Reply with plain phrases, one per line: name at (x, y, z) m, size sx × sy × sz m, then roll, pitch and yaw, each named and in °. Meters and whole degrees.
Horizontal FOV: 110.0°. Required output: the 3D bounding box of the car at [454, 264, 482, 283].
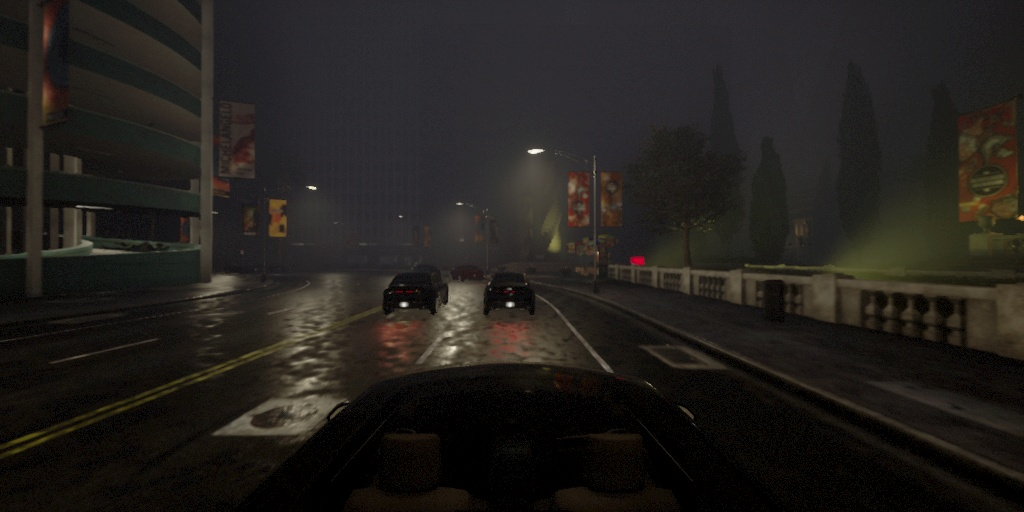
car at (-4.036, 1.456, 31.328) m, size 1.882 × 1.535 × 5.008 m, roll 0°, pitch 0°, yaw -24°

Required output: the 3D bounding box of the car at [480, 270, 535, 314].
car at (-0.159, 1.352, 14.232) m, size 1.837 × 1.490 × 4.892 m, roll 0°, pitch 0°, yaw -2°

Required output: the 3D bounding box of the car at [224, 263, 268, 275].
car at (-34.146, 1.589, 45.480) m, size 4.902 × 1.511 × 2.128 m, roll 0°, pitch -1°, yaw 18°

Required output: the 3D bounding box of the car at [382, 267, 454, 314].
car at (-3.652, 1.353, 14.235) m, size 1.837 × 1.490 × 4.892 m, roll 0°, pitch 0°, yaw -2°

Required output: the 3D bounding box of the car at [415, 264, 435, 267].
car at (-7.403, 1.449, 30.313) m, size 1.882 × 1.535 × 5.008 m, roll 0°, pitch 0°, yaw -24°

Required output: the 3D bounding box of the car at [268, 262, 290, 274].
car at (-32.375, 1.597, 48.540) m, size 5.008 × 1.535 × 1.882 m, roll -1°, pitch -1°, yaw 19°
